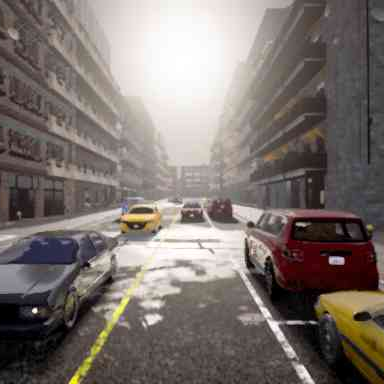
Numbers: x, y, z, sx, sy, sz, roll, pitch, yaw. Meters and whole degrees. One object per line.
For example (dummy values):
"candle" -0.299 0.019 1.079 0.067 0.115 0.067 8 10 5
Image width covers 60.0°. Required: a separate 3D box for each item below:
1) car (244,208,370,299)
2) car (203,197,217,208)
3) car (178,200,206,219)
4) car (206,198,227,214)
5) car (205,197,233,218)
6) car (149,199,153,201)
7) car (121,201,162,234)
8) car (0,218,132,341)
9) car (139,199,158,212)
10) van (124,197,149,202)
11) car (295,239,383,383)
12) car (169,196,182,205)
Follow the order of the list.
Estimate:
"car" 2.580 1.313 8.329 2.192 1.841 5.009 1 0 0
"car" 2.731 1.585 51.720 1.801 1.575 5.366 0 0 0
"car" 0.008 1.633 29.206 1.895 1.301 4.718 0 0 0
"car" 2.565 1.498 36.127 1.967 1.590 4.097 1 0 0
"car" 2.569 1.351 30.563 2.192 1.841 5.009 1 0 0
"car" -5.316 1.609 36.089 2.008 1.369 4.403 1 0 0
"car" -2.839 1.486 19.467 1.882 1.535 5.008 0 0 0
"car" -2.849 1.545 7.071 2.033 1.411 5.357 0 0 0
"car" -5.318 1.606 41.481 1.752 1.417 4.829 1 0 0
"van" -5.310 1.377 30.524 1.690 1.788 3.998 1 0 0
"car" 2.580 1.524 2.934 1.752 1.417 4.829 1 0 0
"car" -2.792 1.693 64.099 1.837 1.490 4.892 0 0 0
